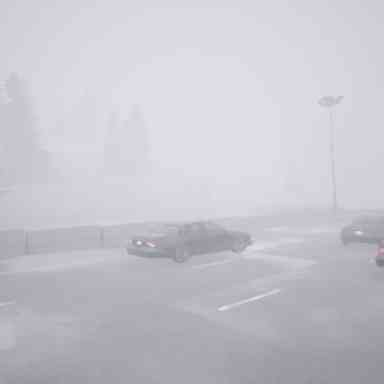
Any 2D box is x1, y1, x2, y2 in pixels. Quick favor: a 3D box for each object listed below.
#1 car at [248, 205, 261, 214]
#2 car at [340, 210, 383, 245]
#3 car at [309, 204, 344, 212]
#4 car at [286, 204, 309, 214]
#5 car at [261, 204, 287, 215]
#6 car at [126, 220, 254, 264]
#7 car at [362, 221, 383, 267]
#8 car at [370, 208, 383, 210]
[{"bbox_3d":[10.446,2.646,49.736,4.718,1.301,1.895,1,-2,-40],"label":"car"},{"bbox_3d":[8.934,1.788,16.069,4.181,1.385,1.994,0,-2,-41],"label":"car"},{"bbox_3d":[17.176,2.257,41.686,5.008,1.535,1.882,1,-2,-40],"label":"car"},{"bbox_3d":[15.076,2.395,44.489,4.674,1.442,1.812,1,-2,-40],"label":"car"},{"bbox_3d":[12.476,2.432,46.877,5.008,1.535,1.882,1,-2,-40],"label":"car"},{"bbox_3d":[0.093,1.818,13.111,5.357,1.411,2.033,0,-2,-41],"label":"car"},{"bbox_3d":[7.539,1.657,10.272,5.357,1.411,2.033,0,-2,-41],"label":"car"},{"bbox_3d":[14.674,1.947,25.583,5.357,1.411,2.033,1,-2,-41],"label":"car"}]
